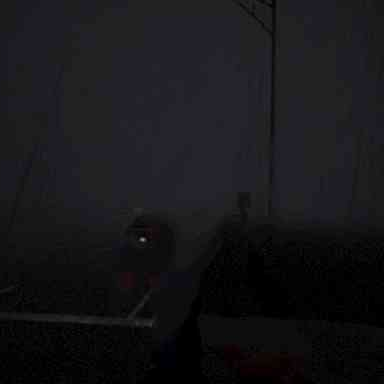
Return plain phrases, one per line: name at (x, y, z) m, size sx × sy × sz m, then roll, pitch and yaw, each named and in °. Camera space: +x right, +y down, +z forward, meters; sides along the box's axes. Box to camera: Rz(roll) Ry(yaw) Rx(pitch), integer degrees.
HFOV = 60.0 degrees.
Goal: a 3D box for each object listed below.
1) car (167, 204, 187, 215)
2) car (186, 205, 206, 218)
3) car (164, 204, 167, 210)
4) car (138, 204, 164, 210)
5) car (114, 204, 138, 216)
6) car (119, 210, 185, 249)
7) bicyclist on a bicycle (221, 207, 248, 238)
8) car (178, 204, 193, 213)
car at (-2.085, 2.723, 50.326) m, size 1.882 × 1.535 × 5.008 m, roll 1°, pitch -1°, yaw 6°
car at (0.791, 2.619, 44.240) m, size 1.882 × 1.535 × 5.008 m, roll 1°, pitch -1°, yaw 6°
car at (-4.821, 2.880, 58.399) m, size 1.882 × 1.535 × 5.008 m, roll 1°, pitch -1°, yaw 6°
car at (-5.819, 2.602, 48.104) m, size 1.882 × 1.535 × 5.008 m, roll 1°, pitch -1°, yaw 6°
car at (-9.467, 2.591, 46.740) m, size 1.994 × 1.385 × 4.181 m, roll 1°, pitch -1°, yaw 6°
car at (-1.870, 1.891, 16.686) m, size 2.128 × 1.511 × 4.902 m, roll 1°, pitch -1°, yaw 6°
bicyclist on a bicycle at (2.672, 1.699, 19.247) m, size 1.656 × 1.620 × 0.582 m, roll 30°, pitch 0°, yaw 3°
car at (-1.114, 3.008, 60.371) m, size 2.128 × 1.511 × 4.902 m, roll 1°, pitch -1°, yaw 6°
